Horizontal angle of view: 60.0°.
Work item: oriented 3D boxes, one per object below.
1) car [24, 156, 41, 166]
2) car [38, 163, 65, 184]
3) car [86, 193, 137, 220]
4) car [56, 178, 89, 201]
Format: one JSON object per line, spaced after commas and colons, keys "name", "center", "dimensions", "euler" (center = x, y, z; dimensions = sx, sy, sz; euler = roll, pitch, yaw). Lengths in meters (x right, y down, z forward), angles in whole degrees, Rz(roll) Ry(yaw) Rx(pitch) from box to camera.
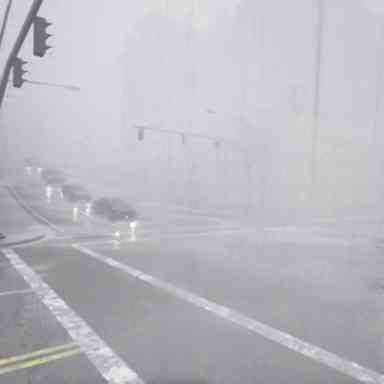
{"name": "car", "center": [-25.831, -5.028, 53.863], "dimensions": [1.837, 1.490, 4.892], "euler": [1, 9, -35]}
{"name": "car", "center": [-17.483, -2.153, 41.964], "dimensions": [2.097, 1.767, 4.553], "euler": [1, 12, -35]}
{"name": "car", "center": [-6.202, 1.193, 26.066], "dimensions": [2.033, 1.411, 5.357], "euler": [1, 4, -35]}
{"name": "car", "center": [-11.962, -0.051, 34.165], "dimensions": [2.033, 1.411, 5.357], "euler": [1, 9, -35]}
